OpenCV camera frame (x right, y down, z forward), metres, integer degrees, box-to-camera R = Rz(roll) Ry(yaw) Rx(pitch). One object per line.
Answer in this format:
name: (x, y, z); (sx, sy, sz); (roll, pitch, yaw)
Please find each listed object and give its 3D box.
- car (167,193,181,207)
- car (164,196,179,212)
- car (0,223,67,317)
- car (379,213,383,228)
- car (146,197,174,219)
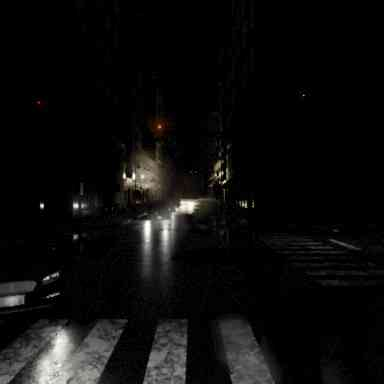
car: (-2.877, 1.197, 49.559); (2.150, 2.045, 5.566); (0, 0, 0)
car: (-2.866, 1.511, 39.159); (1.812, 1.442, 4.674); (0, 0, 0)
car: (-4.121, 1.503, 7.449); (2.128, 1.511, 4.902); (1, -1, -31)
car: (12.337, 1.282, 16.900); (5.009, 1.841, 2.192); (0, 0, 0)
car: (-2.867, 1.497, 29.293); (1.837, 1.490, 4.892); (0, 0, 0)
